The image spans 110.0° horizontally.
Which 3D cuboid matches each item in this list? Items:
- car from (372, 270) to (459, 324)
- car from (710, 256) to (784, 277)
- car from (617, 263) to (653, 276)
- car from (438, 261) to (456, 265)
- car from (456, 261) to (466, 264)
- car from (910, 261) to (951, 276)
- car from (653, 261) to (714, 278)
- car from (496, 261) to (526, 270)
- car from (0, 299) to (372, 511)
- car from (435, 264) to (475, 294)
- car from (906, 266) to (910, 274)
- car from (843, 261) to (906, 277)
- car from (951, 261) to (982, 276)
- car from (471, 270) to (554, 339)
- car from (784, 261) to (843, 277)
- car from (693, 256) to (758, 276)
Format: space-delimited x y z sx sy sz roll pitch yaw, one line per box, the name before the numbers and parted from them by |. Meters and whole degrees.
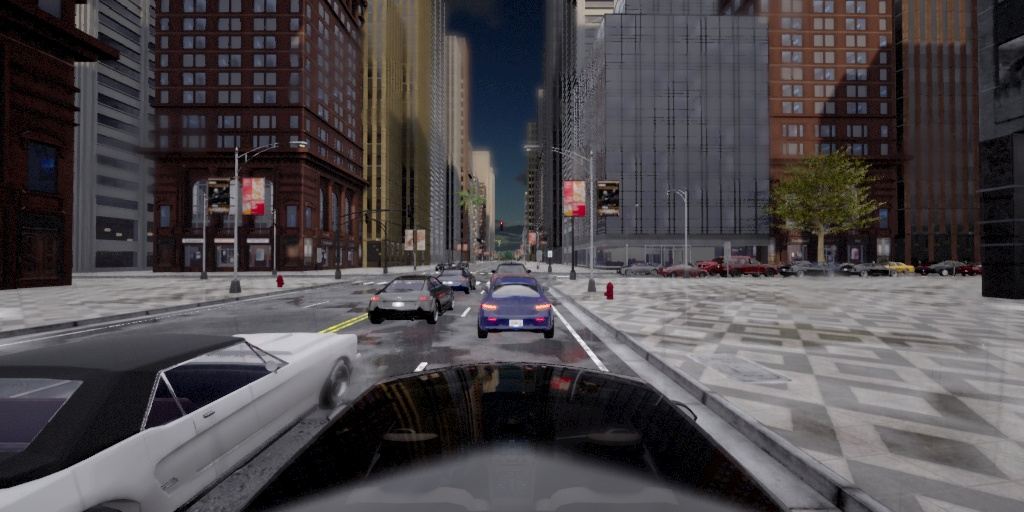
car | -3.171 1.327 12.014 1.994 1.385 4.181 0 0 0
car | 20.896 1.040 32.170 5.009 1.841 2.192 0 0 -1
car | 13.214 1.384 37.813 4.181 1.385 1.994 0 -1 -1
car | -9.941 1.544 52.742 1.994 1.385 4.181 0 0 0
car | -9.937 1.545 63.028 2.128 1.511 4.902 0 0 0
car | 42.735 1.204 35.178 4.892 1.490 1.837 0 -1 -1
car | 15.258 1.326 32.072 4.207 1.307 1.802 0 0 -1
car | -0.034 1.135 19.012 2.097 1.767 4.553 0 0 0
car | -3.156 1.351 3.191 1.895 1.301 4.718 0 0 0
car | -3.187 1.353 20.402 1.994 1.385 4.181 0 0 0
car | 43.133 1.294 41.085 4.829 1.417 1.751 0 0 -1
car | 32.170 1.259 32.367 4.313 1.339 1.948 0 0 -1
car | 43.445 1.212 32.565 4.507 1.381 1.888 0 0 -1
car | 0.088 1.284 10.027 1.812 1.442 4.674 0 0 0
car | 26.533 1.274 32.269 4.313 1.339 1.948 0 0 -1
car | 22.516 1.010 37.977 5.566 2.045 2.150 0 -1 -1
